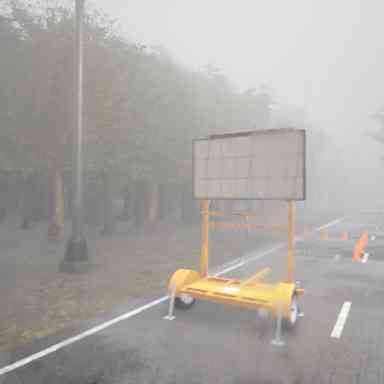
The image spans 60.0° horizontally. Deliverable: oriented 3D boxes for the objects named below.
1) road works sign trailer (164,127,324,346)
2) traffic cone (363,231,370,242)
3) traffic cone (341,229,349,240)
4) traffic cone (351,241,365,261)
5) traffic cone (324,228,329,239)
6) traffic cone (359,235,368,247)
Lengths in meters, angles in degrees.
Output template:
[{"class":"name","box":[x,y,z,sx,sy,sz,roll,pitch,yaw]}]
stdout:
[{"class":"road works sign trailer","box":[1.157,0.570,6.836,2.380,3.560,2.880,0,-1,30]},{"class":"traffic cone","box":[8.017,2.235,15.535,0.340,0.580,0.340,0,-1,31]},{"class":"traffic cone","box":[8.172,2.268,17.766,0.340,0.580,0.340,0,-1,31]},{"class":"traffic cone","box":[5.983,2.171,12.092,0.340,0.580,0.340,0,-1,31]},{"class":"traffic cone","box":[7.312,2.268,18.274,0.340,0.580,0.340,0,-1,31]},{"class":"traffic cone","box":[6.999,2.203,13.814,0.340,0.580,0.340,0,-1,31]}]
